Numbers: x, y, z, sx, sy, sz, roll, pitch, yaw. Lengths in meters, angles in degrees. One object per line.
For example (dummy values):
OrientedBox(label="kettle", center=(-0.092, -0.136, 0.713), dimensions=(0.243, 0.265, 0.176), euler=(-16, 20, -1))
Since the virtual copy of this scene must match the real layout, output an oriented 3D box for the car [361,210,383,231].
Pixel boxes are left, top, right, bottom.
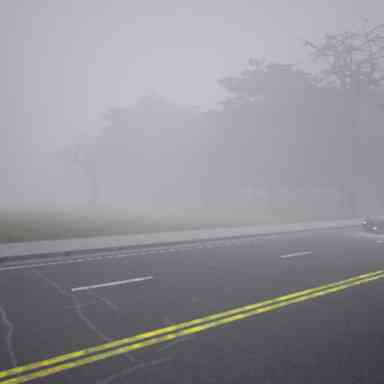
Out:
OrientedBox(label="car", center=(12.915, 1.771, 21.099), dimensions=(5.357, 1.411, 2.033), euler=(1, 0, -36))
